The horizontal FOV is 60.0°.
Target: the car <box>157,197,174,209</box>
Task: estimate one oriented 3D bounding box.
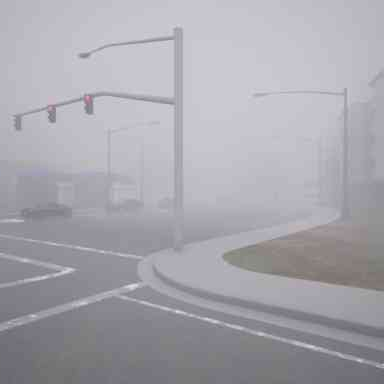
[{"bbox_3d":[-3.198,1.505,45.314,1.837,1.490,4.892,0,0,15],"label":"car"}]

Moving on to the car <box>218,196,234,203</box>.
[{"bbox_3d":[7.097,1.489,69.358,2.128,1.511,4.902,0,0,-18],"label":"car"}]

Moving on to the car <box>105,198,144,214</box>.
[{"bbox_3d":[-7.239,1.478,36.058,1.882,1.535,5.008,0,0,30],"label":"car"}]

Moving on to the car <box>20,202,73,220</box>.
[{"bbox_3d":[-12.411,1.564,28.572,1.994,1.385,4.181,0,0,36],"label":"car"}]
